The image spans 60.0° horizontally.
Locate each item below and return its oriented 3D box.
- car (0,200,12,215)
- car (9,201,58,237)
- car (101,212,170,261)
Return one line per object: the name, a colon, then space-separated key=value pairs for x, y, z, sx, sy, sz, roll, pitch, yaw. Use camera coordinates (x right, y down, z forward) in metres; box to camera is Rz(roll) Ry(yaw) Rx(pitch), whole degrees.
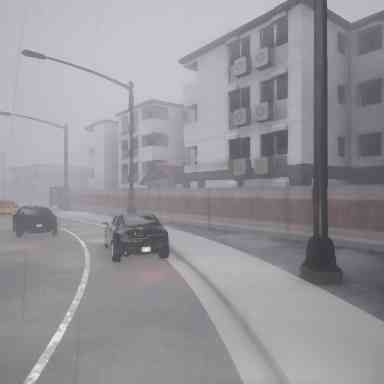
car: x=-17.485 y=1.485 z=31.087 sx=1.882 sy=1.535 sz=5.008 roll=0 pitch=0 yaw=-35
car: x=-8.715 y=1.485 z=18.301 sx=1.882 sy=1.535 sz=5.008 roll=0 pitch=0 yaw=-32
car: x=-2.189 y=1.503 z=12.417 sx=1.837 sy=1.490 sz=4.892 roll=0 pitch=0 yaw=-19
